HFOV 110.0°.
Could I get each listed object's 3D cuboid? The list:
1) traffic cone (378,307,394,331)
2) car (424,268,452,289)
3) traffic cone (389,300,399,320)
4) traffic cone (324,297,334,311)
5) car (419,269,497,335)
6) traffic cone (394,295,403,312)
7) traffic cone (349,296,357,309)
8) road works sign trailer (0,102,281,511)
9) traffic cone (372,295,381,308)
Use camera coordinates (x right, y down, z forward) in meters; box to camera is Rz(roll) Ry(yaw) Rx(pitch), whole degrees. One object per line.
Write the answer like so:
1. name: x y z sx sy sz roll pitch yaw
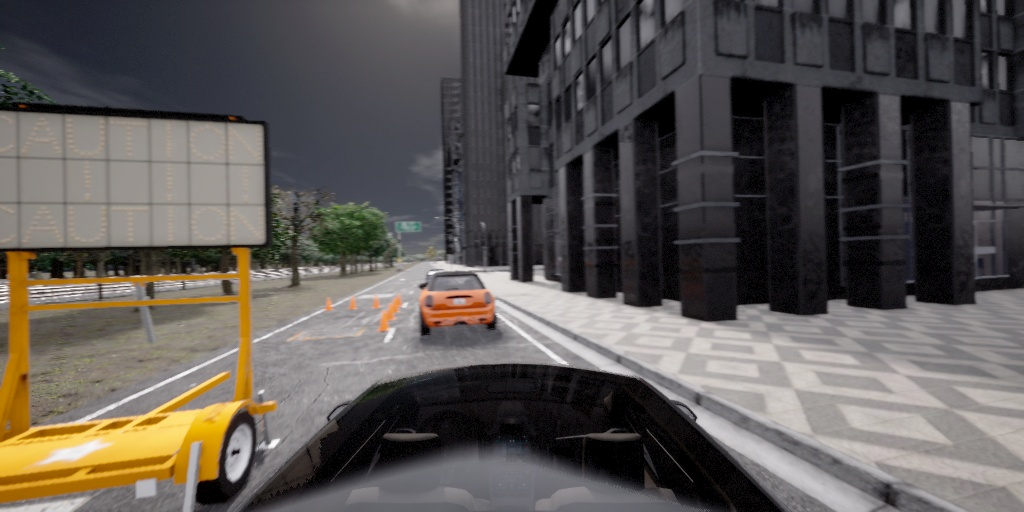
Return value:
1. traffic cone: -3.842 1.925 10.806 0.340 0.580 0.340 0 0 -13
2. car: -6.193 1.797 29.778 2.033 1.411 5.357 -2 -1 -13
3. traffic cone: -4.303 1.962 12.751 0.340 0.580 0.340 0 0 -13
4. traffic cone: -8.146 2.113 15.948 0.340 0.580 0.340 0 0 -13
5. car: -1.893 1.274 11.642 2.097 1.767 4.553 -2 -1 -13
6. traffic cone: -4.765 1.999 14.697 0.340 0.580 0.340 0 0 -13
7. traffic cone: -7.173 2.087 16.179 0.340 0.580 0.340 0 0 -13
8. road works sign trailer: -3.652 0.344 3.655 2.380 3.560 2.880 0 0 -14
9. traffic cone: -6.201 2.061 16.411 0.340 0.580 0.340 0 0 -13
